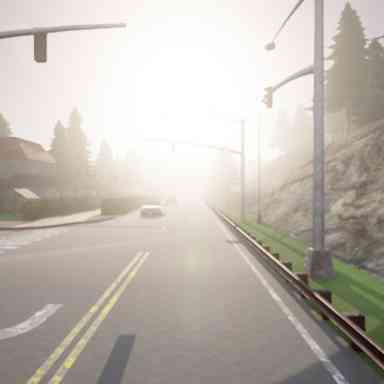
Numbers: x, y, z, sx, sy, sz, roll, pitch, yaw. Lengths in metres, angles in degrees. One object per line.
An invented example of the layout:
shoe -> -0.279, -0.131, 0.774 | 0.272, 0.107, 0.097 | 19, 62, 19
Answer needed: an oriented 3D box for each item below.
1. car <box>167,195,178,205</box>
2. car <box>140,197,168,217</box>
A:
car -> -3.336, 1.241, 53.731 | 2.128, 1.511, 4.902 | 0, 0, 0
car -> -3.404, 1.432, 29.452 | 1.812, 1.442, 4.674 | 0, 1, 0
